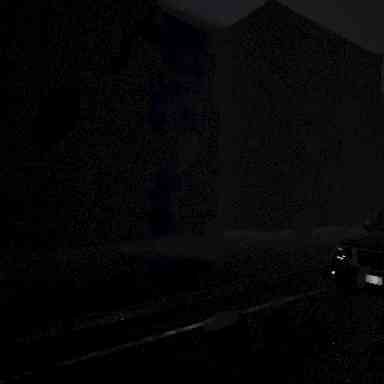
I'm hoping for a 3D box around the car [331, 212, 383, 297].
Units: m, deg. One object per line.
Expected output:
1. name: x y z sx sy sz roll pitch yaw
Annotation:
1. car: 5.547 1.250 7.634 5.566 2.045 2.150 0 0 -35
